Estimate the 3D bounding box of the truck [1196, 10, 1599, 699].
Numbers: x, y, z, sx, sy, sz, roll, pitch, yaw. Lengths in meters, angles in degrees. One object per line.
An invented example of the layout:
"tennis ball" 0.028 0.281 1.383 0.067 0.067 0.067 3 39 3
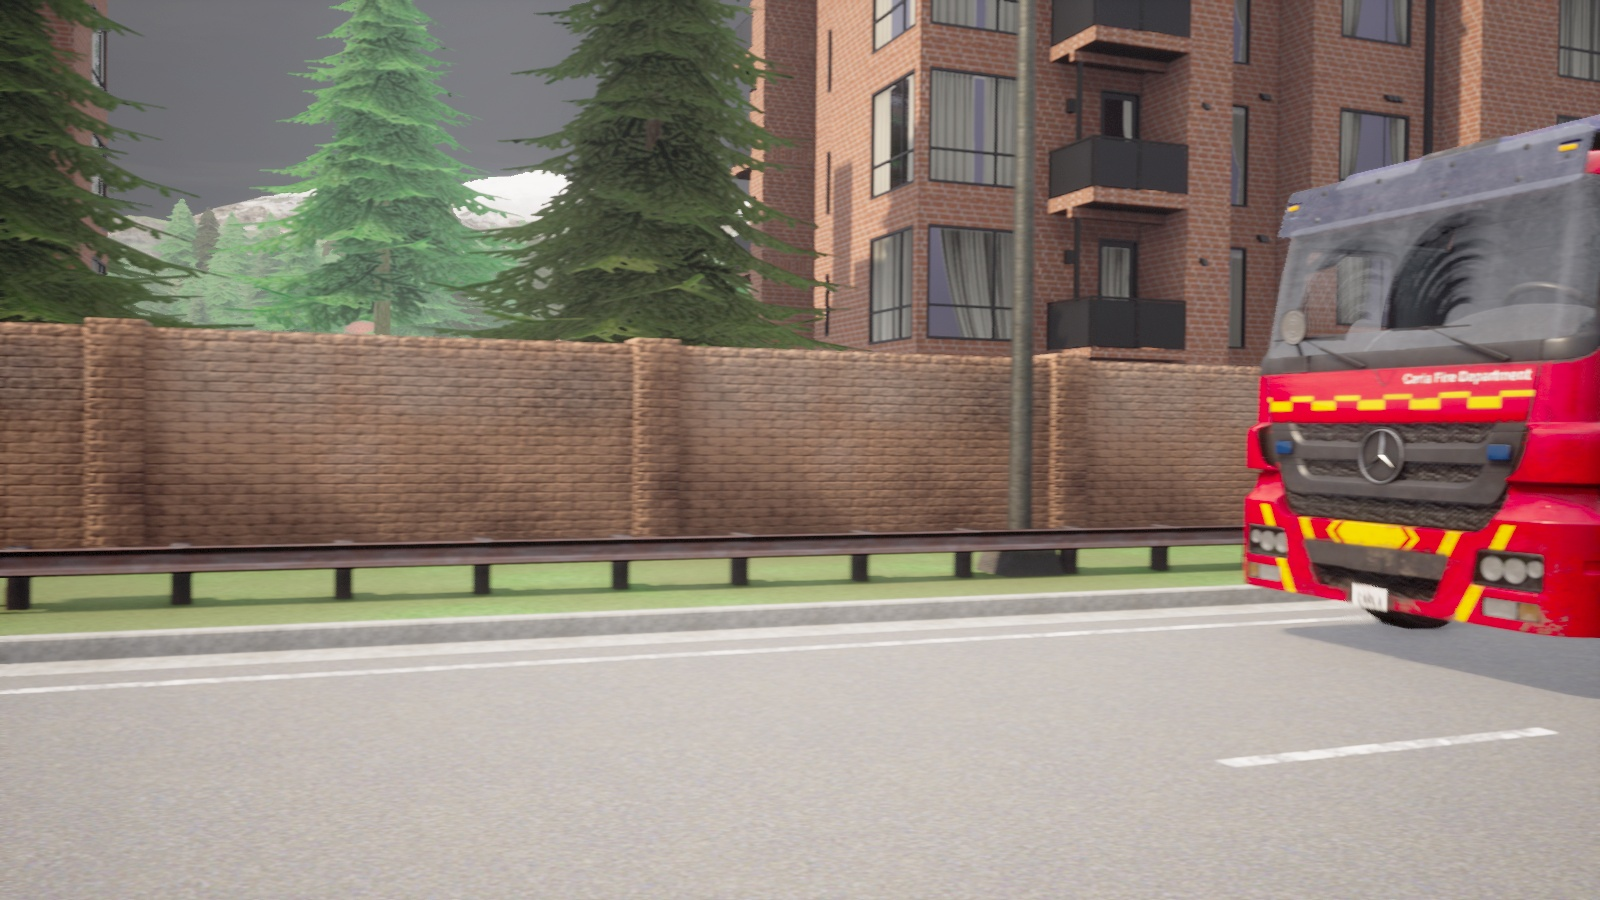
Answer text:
"truck" 7.535 -0.602 9.829 8.468 3.827 2.891 -1 1 -21
